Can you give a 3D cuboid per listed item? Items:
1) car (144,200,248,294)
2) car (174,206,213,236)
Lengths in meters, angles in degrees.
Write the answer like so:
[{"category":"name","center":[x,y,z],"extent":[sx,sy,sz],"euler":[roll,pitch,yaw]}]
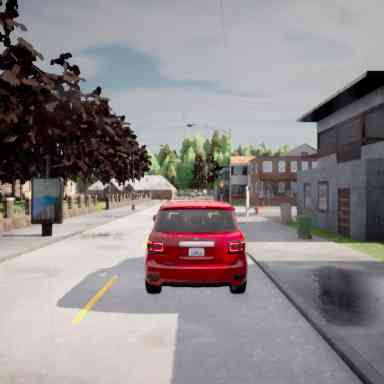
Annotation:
[{"category":"car","center":[0.079,1.221,8.921],"extent":[2.150,2.045,5.566],"euler":[0,0,0]},{"category":"car","center":[0.065,1.563,19.289],"extent":[1.994,1.385,4.181],"euler":[0,0,0]}]
